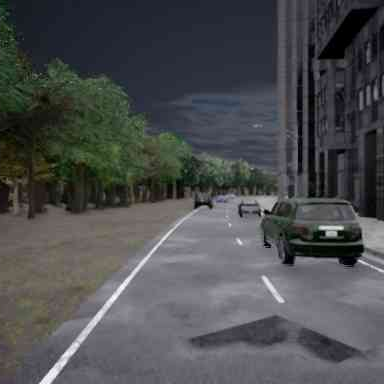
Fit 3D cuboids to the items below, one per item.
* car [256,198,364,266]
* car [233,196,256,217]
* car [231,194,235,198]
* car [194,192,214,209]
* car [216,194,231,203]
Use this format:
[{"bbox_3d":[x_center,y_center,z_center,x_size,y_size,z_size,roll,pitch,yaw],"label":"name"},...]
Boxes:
[{"bbox_3d":[3.870,1.215,11.685,2.150,2.045,5.566,0,0,2],"label":"car"},{"bbox_3d":[5.089,1.405,30.055,2.128,1.511,4.902,0,0,5],"label":"car"},{"bbox_3d":[8.935,0.998,77.017,1.895,1.301,4.718,0,0,14],"label":"car"},{"bbox_3d":[1.523,1.068,42.167,2.150,2.045,5.566,0,0,7],"label":"car"},{"bbox_3d":[5.340,1.256,59.746,2.033,1.411,5.357,0,1,11],"label":"car"}]
